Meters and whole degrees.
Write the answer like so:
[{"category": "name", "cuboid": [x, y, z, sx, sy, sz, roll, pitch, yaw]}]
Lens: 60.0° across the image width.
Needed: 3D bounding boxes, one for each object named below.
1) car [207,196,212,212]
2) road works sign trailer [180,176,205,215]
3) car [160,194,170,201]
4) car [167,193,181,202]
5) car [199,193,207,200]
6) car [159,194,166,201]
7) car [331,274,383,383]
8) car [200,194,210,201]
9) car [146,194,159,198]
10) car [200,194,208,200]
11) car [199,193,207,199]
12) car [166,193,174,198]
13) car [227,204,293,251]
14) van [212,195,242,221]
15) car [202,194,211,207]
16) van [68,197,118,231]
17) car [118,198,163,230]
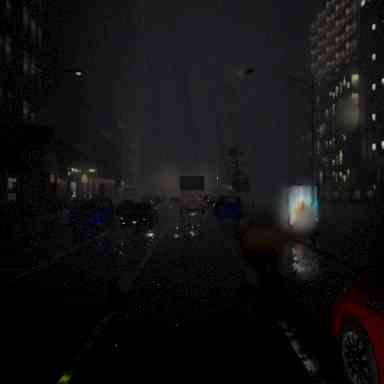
[{"category": "car", "cuboid": [2.694, 1.338, 30.425, 2.008, 1.369, 4.403, 0, 0, 0]}, {"category": "road works sign trailer", "cuboid": [0.022, 0.245, 31.380, 2.380, 3.560, 2.880, 0, 0, 0]}, {"category": "car", "cuboid": [-5.688, 1.061, 70.268, 1.887, 1.381, 4.507, 0, 0, 0]}, {"category": "car", "cuboid": [-3.037, 1.177, 61.466, 1.895, 1.301, 4.718, 0, 0, 1]}, {"category": "car", "cuboid": [2.693, 1.144, 58.869, 2.008, 1.369, 4.403, 0, 0, 0]}, {"category": "car", "cuboid": [-5.686, 1.072, 53.201, 1.967, 1.590, 4.097, 0, 0, 0]}, {"category": "car", "cuboid": [2.698, 1.300, 1.979, 2.192, 1.841, 5.009, 0, 0, 0]}, {"category": "car", "cuboid": [2.692, 1.062, 70.246, 1.887, 1.381, 4.507, 0, 0, 0]}, {"category": "car", "cuboid": [-5.687, 1.260, 41.823, 2.008, 1.369, 4.403, 0, 0, 0]}, {"category": "car", "cuboid": [2.692, 1.061, 75.936, 1.802, 1.307, 4.206, 0, 0, 0]}, {"category": "car", "cuboid": [2.692, 0.992, 81.624, 2.008, 1.369, 4.403, 0, 0, 0]}, {"category": "car", "cuboid": [-5.689, 0.948, 87.335, 1.887, 1.381, 4.507, 0, 0, 0]}, {"category": "car", "cuboid": [2.696, 1.430, 13.528, 1.752, 1.417, 4.829, 0, 0, 0]}, {"category": "van", "cuboid": [2.697, 1.168, 24.735, 1.690, 1.788, 3.998, 0, 0, 0]}, {"category": "car", "cuboid": [2.694, 1.260, 41.802, 2.008, 1.369, 4.403, 0, 0, 0]}, {"category": "van", "cuboid": [-5.684, 1.207, 19.065, 1.690, 1.788, 3.998, 0, 0, 0]}, {"category": "car", "cuboid": [-3.102, 1.362, 20.255, 1.837, 1.490, 4.892, 0, 0, 0]}]
